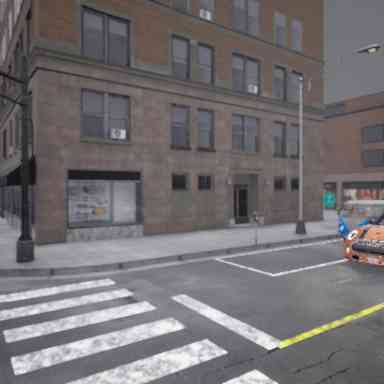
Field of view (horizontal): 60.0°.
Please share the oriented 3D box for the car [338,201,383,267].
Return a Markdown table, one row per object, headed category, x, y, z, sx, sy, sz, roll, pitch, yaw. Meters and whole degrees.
| category | x | y | z | sx | sy | sz | roll | pitch | yaw |
| --- | --- | --- | --- | --- | --- | --- | --- | --- | --- |
| car | 6.804 | 1.278 | 10.350 | 4.553 | 1.767 | 2.097 | 0 | 1 | -34 |
